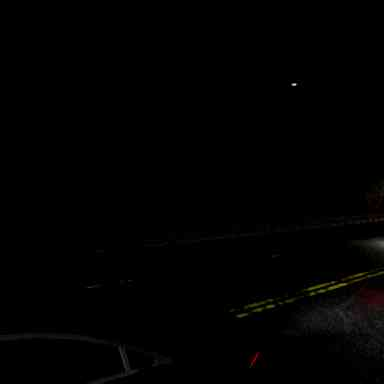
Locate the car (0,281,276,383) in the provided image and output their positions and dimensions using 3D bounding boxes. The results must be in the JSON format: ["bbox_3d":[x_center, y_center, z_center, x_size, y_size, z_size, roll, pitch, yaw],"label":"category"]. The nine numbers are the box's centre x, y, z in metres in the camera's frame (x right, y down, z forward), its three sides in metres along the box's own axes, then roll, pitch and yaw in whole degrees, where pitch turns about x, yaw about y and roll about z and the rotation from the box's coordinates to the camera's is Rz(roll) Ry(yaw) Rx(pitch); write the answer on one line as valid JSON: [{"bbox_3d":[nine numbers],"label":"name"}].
[{"bbox_3d":[-1.433,1.492,2.440,4.902,1.511,2.128,0,0,-36],"label":"car"}]
